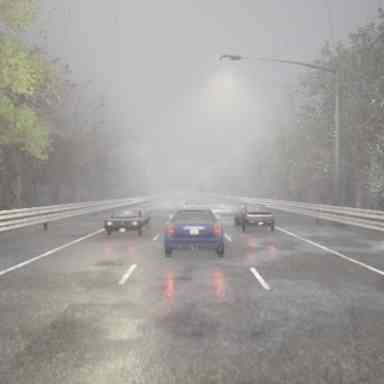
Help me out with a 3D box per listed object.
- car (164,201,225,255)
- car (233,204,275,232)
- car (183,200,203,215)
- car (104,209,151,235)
[{"bbox_3d":[0.099,1.335,13.291,2.097,1.767,4.553,0,0,1],"label":"car"},{"bbox_3d":[3.603,1.455,19.856,2.128,1.511,4.902,0,0,0],"label":"car"},{"bbox_3d":[0.105,1.533,34.555,1.895,1.301,4.718,0,0,0],"label":"car"},{"bbox_3d":[-3.398,1.570,18.507,1.895,1.301,4.718,0,0,0],"label":"car"}]
